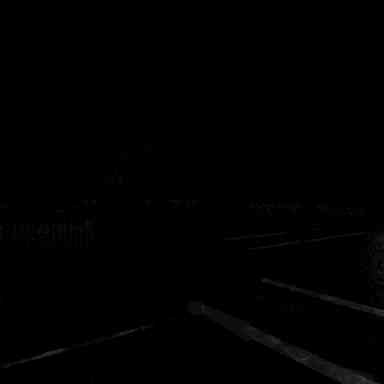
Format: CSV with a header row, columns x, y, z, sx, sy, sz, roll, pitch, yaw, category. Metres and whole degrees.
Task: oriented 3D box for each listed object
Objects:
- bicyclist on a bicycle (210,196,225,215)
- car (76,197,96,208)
x,y,z,sx,sy,sz,roll,pitch,yaw,category
2.257,1.187,29.402,1.656,1.620,0.582,-1,0,-36,bicyclist on a bicycle
-14.880,1.440,46.760,1.812,1.442,4.674,0,0,-32,car
